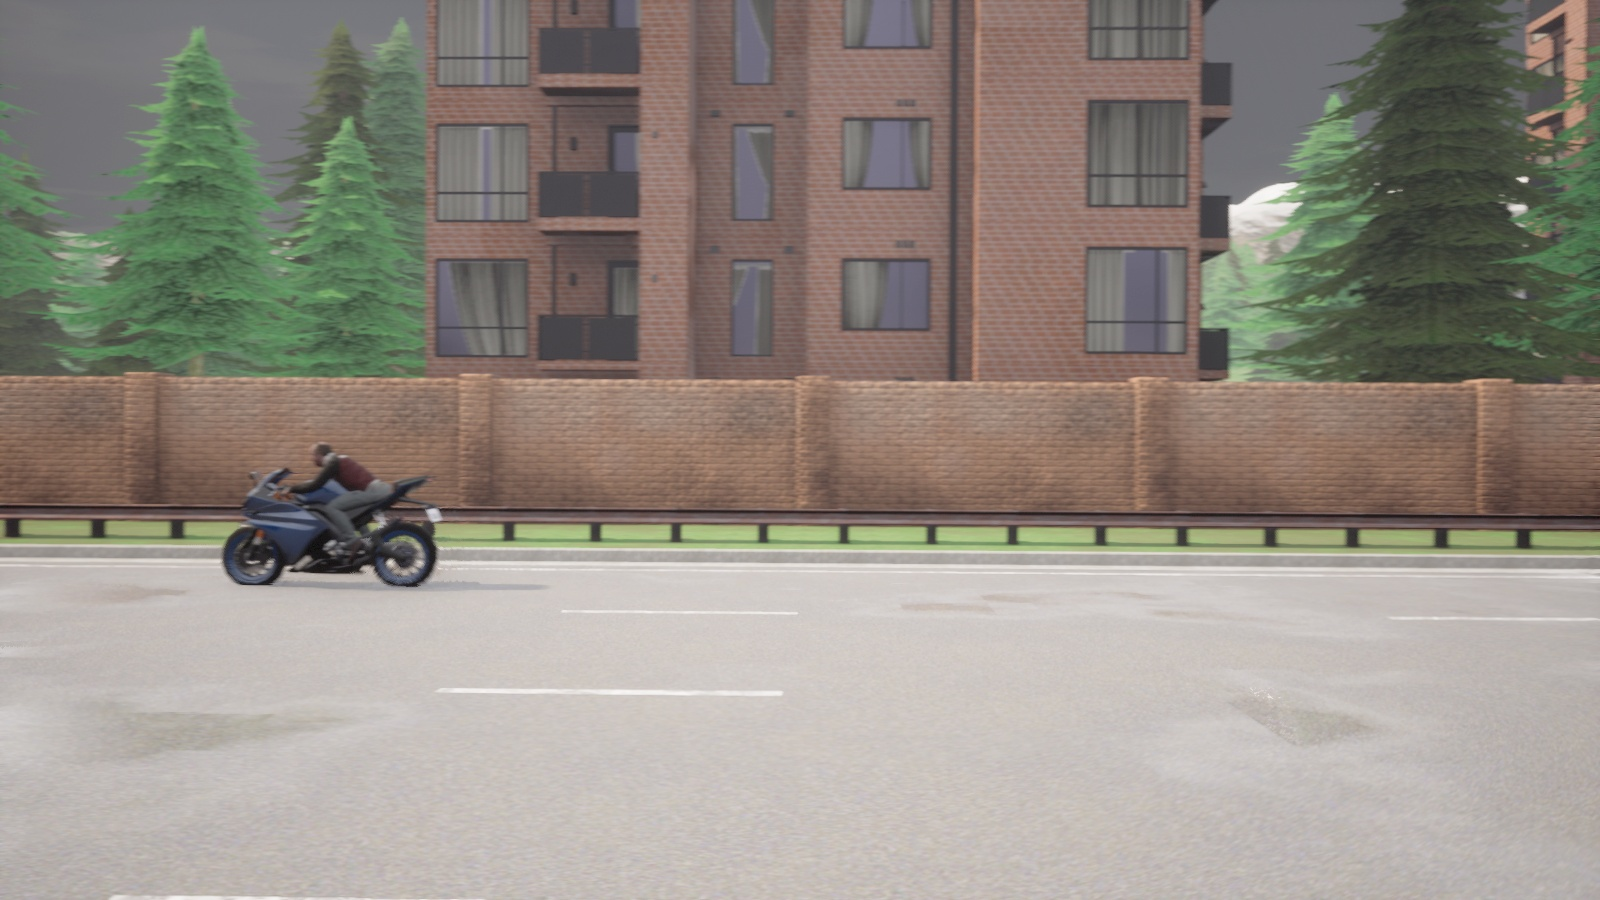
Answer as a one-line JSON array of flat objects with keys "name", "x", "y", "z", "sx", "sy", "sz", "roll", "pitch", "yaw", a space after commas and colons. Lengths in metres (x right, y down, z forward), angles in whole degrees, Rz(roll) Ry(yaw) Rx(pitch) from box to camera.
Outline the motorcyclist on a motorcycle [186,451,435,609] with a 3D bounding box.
[{"name": "motorcyclist on a motorcycle", "x": -4.993, "y": 0.800, "z": 12.920, "sx": 2.191, "sy": 1.530, "sz": 0.866, "roll": -1, "pitch": 1, "yaw": 0}]
